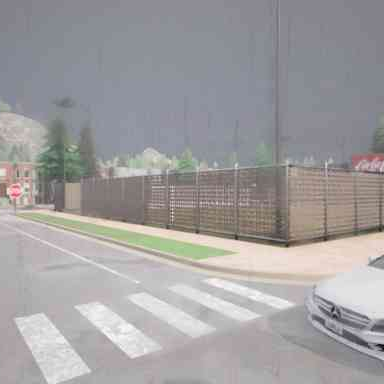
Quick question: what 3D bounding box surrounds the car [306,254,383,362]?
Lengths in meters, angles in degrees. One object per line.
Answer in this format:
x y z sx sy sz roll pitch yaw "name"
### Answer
4.083 1.539 5.342 4.674 1.442 1.812 0 1 -22 "car"
